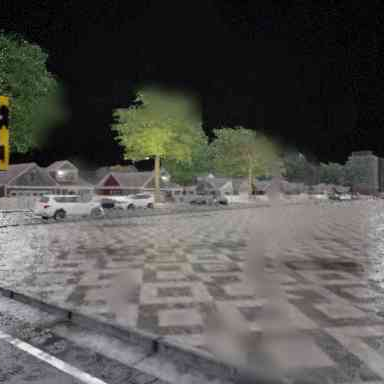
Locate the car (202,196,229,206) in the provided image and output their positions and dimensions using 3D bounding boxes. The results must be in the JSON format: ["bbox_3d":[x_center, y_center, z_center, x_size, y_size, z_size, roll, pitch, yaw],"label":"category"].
[{"bbox_3d":[4.329,1.478,56.717,2.097,1.767,4.553,0,0,38],"label":"car"}]

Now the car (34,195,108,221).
[{"bbox_3d":[-10.091,1.254,27.551,2.150,2.045,5.566,0,0,38],"label":"car"}]

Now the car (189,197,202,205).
[{"bbox_3d":[1.740,1.604,58.684,2.033,1.411,5.357,0,0,38],"label":"car"}]

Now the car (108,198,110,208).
[{"bbox_3d":[-11.425,1.501,41.881,1.837,1.490,4.892,0,0,38],"label":"car"}]

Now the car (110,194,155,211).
[{"bbox_3d":[-7.114,1.237,42.131,2.150,2.045,5.566,0,1,38],"label":"car"}]
